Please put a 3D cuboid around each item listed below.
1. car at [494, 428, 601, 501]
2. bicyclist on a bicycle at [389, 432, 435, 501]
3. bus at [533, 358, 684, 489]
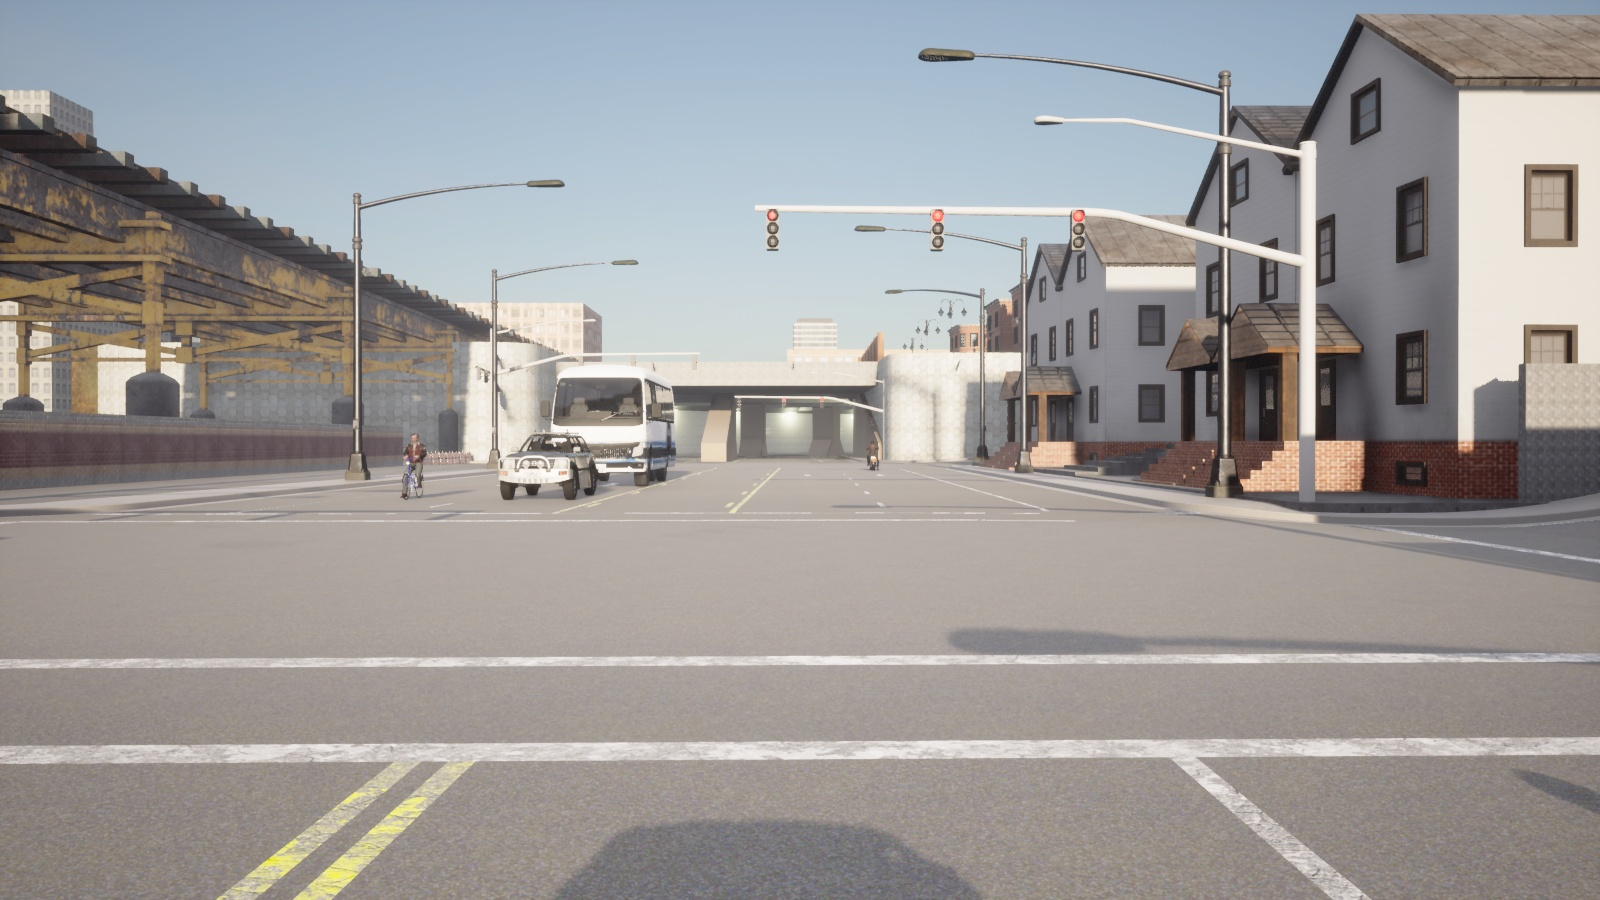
[{"bbox_3d":[-6.784,0.365,34.192,1.932,1.855,4.605,0,0,1],"label":"car"},{"bbox_3d":[-10.293,0.420,33.368,0.659,1.776,1.843,0,0,0],"label":"bicyclist on a bicycle"},{"bbox_3d":[-6.718,-0.896,46.125,3.944,4.253,10.273,0,0,0],"label":"bus"}]
